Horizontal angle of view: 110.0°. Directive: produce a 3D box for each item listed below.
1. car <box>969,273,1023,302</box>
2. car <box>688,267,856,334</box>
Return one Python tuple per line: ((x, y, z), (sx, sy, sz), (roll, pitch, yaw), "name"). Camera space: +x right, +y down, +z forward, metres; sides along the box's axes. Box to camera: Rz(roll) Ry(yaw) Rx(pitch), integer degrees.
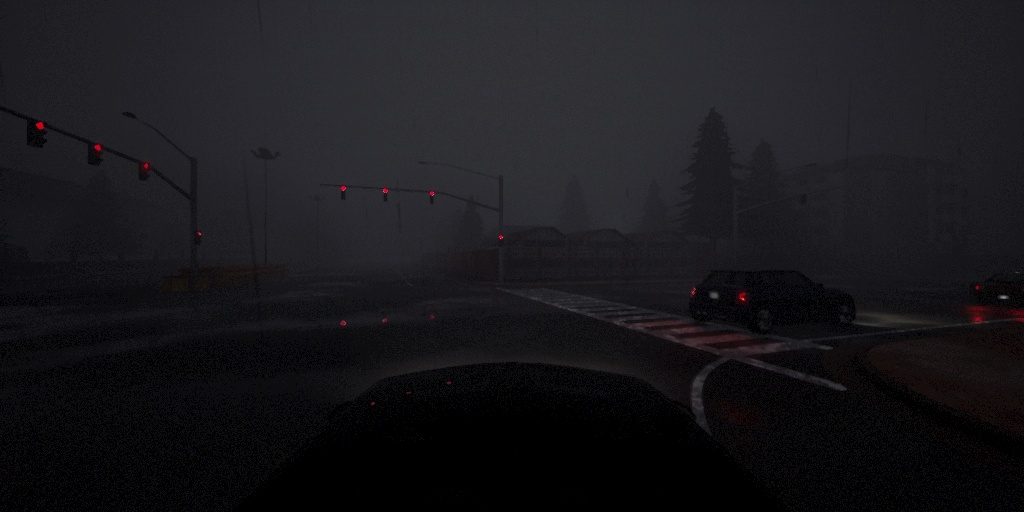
((21.897, 1.365, 15.105), (4.718, 1.301, 1.895), (0, 0, -18), "car")
((7.567, 1.114, 10.474), (4.553, 1.767, 2.097), (0, 0, -18), "car")
